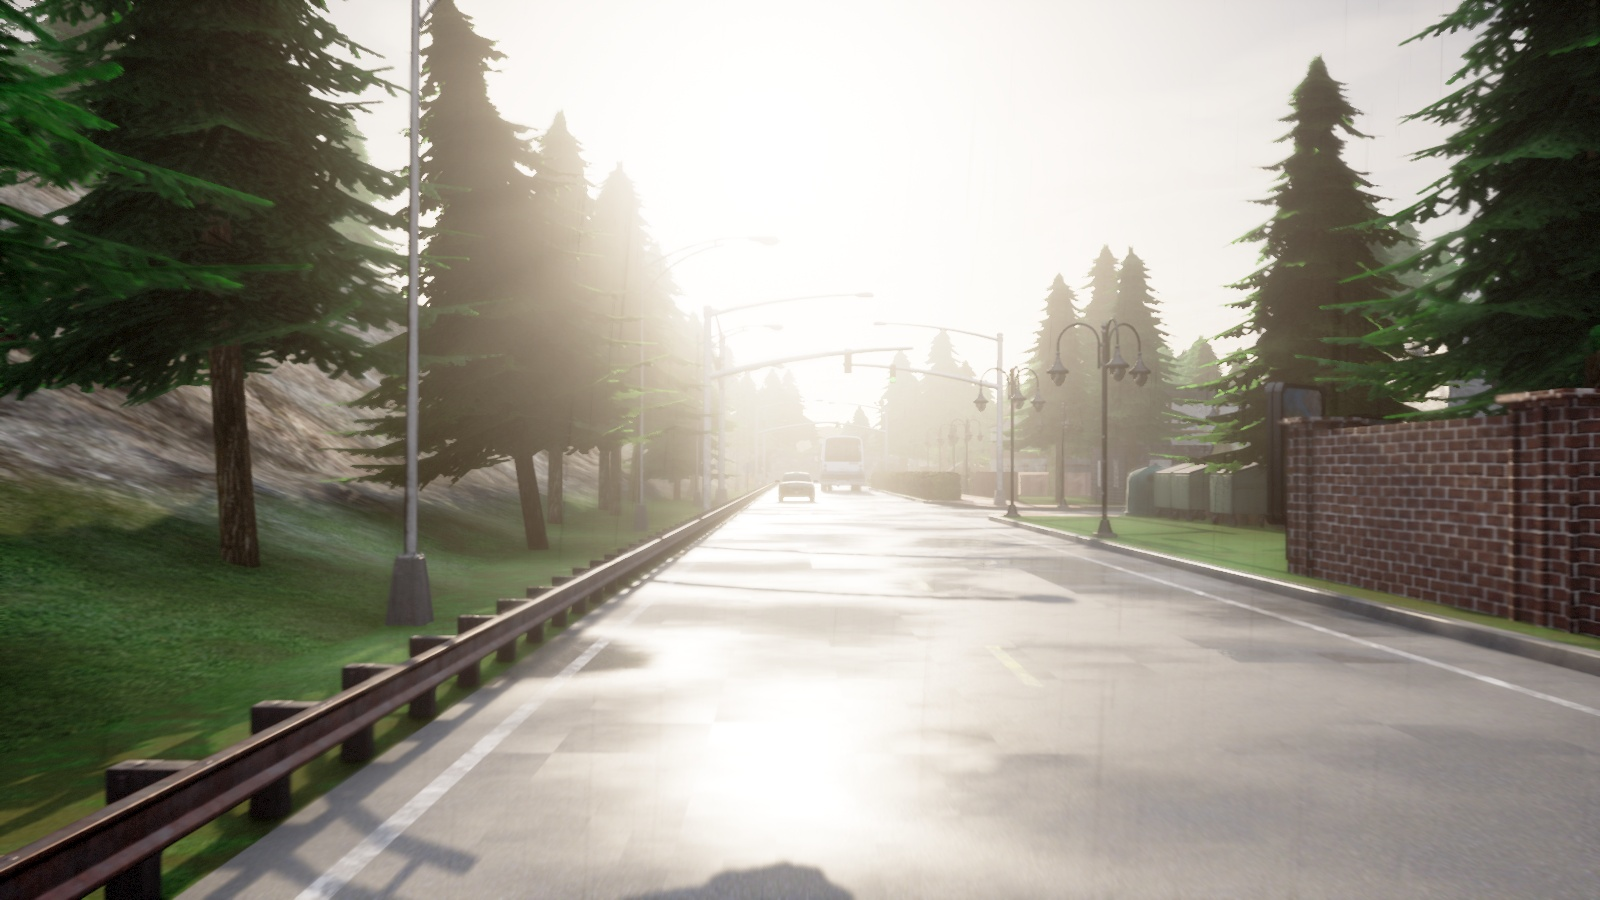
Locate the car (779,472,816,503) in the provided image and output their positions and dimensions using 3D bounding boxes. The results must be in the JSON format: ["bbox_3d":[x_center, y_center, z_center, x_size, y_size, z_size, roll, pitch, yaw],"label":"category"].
[{"bbox_3d":[-0.158,1.908,64.976,1.837,1.490,4.892,0,-1,0],"label":"car"}]
